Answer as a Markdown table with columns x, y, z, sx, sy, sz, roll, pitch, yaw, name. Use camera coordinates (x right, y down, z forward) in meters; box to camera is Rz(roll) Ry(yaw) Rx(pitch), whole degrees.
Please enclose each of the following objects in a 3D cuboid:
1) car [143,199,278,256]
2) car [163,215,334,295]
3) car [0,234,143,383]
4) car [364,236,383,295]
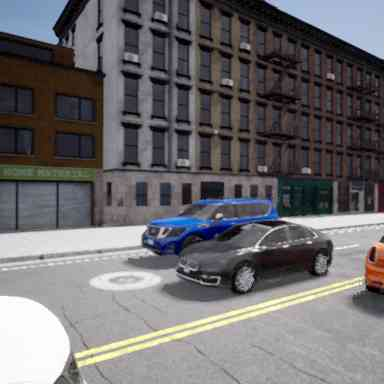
| x | y | z | sx | sy | sz | roll | pitch | yaw | name |
| --- | --- | --- | --- | --- | --- | --- | --- | --- | --- |
| 0.928 | 1.281 | 12.306 | 5.566 | 2.045 | 2.150 | 1 | 0 | -35 | car |
| 1.864 | 1.556 | 8.983 | 4.892 | 1.490 | 1.837 | 1 | 0 | -35 | car |
| -3.196 | 1.206 | 1.176 | 5.566 | 2.045 | 2.150 | 1 | 0 | -36 | car |
| 6.034 | 1.423 | 7.707 | 4.553 | 1.767 | 2.097 | 1 | 0 | -35 | car |
